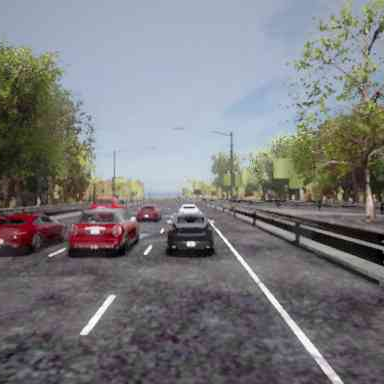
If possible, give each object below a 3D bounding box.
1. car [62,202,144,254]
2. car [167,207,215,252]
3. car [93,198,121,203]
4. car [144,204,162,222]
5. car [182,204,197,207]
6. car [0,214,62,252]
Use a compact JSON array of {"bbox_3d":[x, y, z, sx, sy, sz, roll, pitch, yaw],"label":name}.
[{"bbox_3d":[-3.551,1.491,14.237,2.097,1.767,4.553,0,-1,-1],"label":"car"},{"bbox_3d":[-0.053,1.650,14.493,1.837,1.490,4.892,0,0,0],"label":"car"},{"bbox_3d":[-7.257,1.511,29.179,2.150,2.045,5.566,0,0,-1],"label":"car"},{"bbox_3d":[-3.759,1.823,29.600,1.812,1.442,4.674,0,0,-1],"label":"car"},{"bbox_3d":[-0.260,1.824,29.671,1.812,1.442,4.674,0,0,-1],"label":"car"},{"bbox_3d":[-7.052,1.670,14.515,1.812,1.442,4.674,0,0,0],"label":"car"}]
